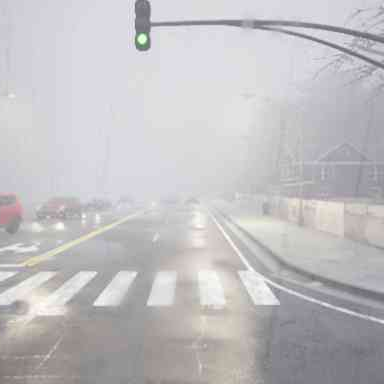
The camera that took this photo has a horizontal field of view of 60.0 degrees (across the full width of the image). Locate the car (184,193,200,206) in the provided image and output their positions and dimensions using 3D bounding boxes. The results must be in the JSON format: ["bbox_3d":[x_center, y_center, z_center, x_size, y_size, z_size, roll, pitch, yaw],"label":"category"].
[{"bbox_3d":[0.003,1.084,45.795,1.812,1.442,4.674,0,0,0],"label":"car"}]

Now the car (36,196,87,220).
[{"bbox_3d":[-9.839,1.105,25.029,2.097,1.767,4.553,0,1,0],"label":"car"}]

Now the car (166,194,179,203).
[{"bbox_3d":[-3.247,1.040,55.799,1.994,1.385,4.181,0,0,0],"label":"car"}]

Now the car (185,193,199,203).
[{"bbox_3d":[0.003,0.965,55.799,2.128,1.511,4.902,0,0,0],"label":"car"}]

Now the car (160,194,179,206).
[{"bbox_3d":[-3.247,1.161,45.827,1.895,1.301,4.718,0,0,0],"label":"car"}]

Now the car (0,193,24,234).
[{"bbox_3d":[-9.850,1.066,15.091,2.150,2.045,5.566,0,1,0],"label":"car"}]

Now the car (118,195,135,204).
[{"bbox_3d":[-9.753,1.098,49.700,1.994,1.385,4.181,0,0,0],"label":"car"}]

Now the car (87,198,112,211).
[{"bbox_3d":[-9.840,1.263,34.889,1.895,1.301,4.718,0,1,0],"label":"car"}]
